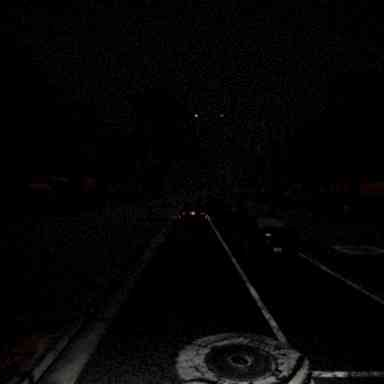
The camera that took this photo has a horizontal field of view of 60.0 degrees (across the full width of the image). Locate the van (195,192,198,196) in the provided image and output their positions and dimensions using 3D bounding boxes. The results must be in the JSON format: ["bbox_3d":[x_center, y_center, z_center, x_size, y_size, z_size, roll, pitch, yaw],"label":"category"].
[{"bbox_3d":[2.593,1.120,95.501,1.690,1.788,3.998,1,0,0],"label":"van"}]

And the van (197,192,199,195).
[{"bbox_3d":[2.607,1.169,73.339,1.690,1.788,3.998,1,0,0],"label":"van"}]

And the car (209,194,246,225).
[{"bbox_3d":[2.637,1.269,23.471,2.192,1.841,5.009,1,0,0],"label":"car"}]

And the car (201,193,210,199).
[{"bbox_3d":[2.627,1.228,40.094,2.192,1.841,5.009,1,0,0],"label":"car"}]

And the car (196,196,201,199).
[{"bbox_3d":[0.075,1.506,42.932,1.895,1.301,4.718,0,0,0],"label":"car"}]

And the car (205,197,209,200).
[{"bbox_3d":[2.627,1.492,34.553,1.947,1.339,4.313,1,0,0],"label":"car"}]

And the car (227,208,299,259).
[{"bbox_3d":[2.640,1.530,12.389,2.008,1.369,4.403,1,0,0],"label":"car"}]

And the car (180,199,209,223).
[{"bbox_3d":[0.084,1.497,25.133,2.033,1.411,5.357,0,0,0],"label":"car"}]

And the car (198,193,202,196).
[{"bbox_3d":[2.617,1.186,56.716,2.192,1.841,5.009,1,0,0],"label":"car"}]
